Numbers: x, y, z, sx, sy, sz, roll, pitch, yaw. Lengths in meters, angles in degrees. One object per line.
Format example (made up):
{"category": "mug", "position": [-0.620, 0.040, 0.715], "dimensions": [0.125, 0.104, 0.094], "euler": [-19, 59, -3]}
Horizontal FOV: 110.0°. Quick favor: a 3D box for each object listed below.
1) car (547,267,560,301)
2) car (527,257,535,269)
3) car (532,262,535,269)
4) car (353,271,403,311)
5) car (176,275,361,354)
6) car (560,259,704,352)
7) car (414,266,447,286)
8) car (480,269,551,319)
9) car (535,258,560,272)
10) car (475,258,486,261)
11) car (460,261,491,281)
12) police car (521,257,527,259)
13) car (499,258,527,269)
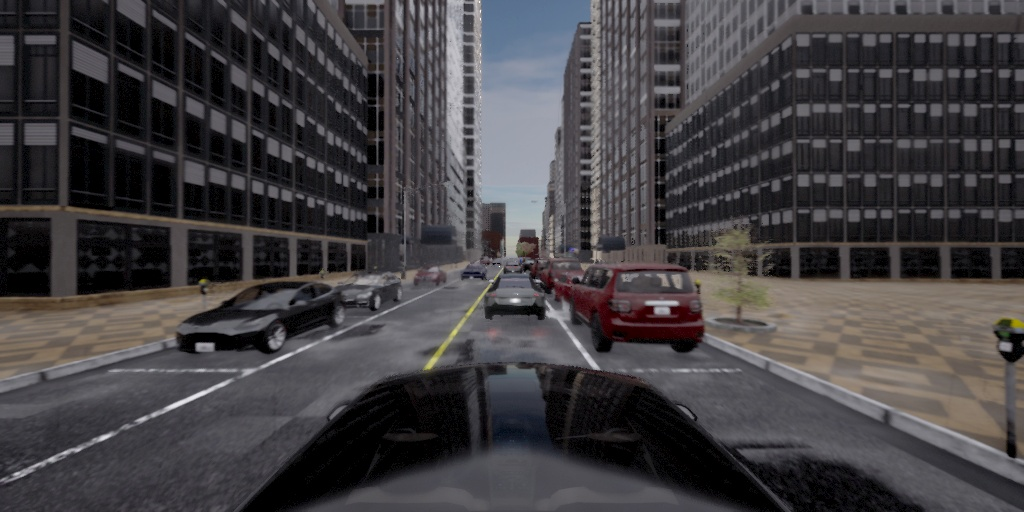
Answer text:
{"category": "car", "position": [2.690, 1.301, 14.365], "dimensions": [1.888, 1.381, 4.507], "euler": [0, 0, 0]}
{"category": "car", "position": [2.690, 1.078, 30.984], "dimensions": [2.192, 1.841, 5.009], "euler": [0, 0, 0]}
{"category": "car", "position": [2.690, 1.327, 25.445], "dimensions": [1.948, 1.339, 4.313], "euler": [0, 0, 0]}
{"category": "car", "position": [-5.690, 1.307, 14.365], "dimensions": [2.007, 1.370, 4.403], "euler": [0, 0, 0]}
{"category": "car", "position": [-5.690, 1.319, 8.826], "dimensions": [1.948, 1.339, 4.313], "euler": [0, 0, 0]}
{"category": "car", "position": [2.690, 1.068, 8.826], "dimensions": [2.192, 1.841, 5.009], "euler": [0, 0, 0]}
{"category": "car", "position": [-5.690, 1.343, 25.444], "dimensions": [1.802, 1.307, 4.207], "euler": [0, 0, 0]}
{"category": "car", "position": [0.099, 1.319, 12.870], "dimensions": [1.994, 1.385, 4.181], "euler": [0, 0, 0]}
{"category": "car", "position": [2.690, 1.073, 19.906], "dimensions": [2.192, 1.841, 5.009], "euler": [0, 0, 0]}
{"category": "car", "position": [-5.690, 1.355, 58.680], "dimensions": [1.802, 1.307, 4.207], "euler": [0, 0, 0]}
{"category": "car", "position": [-3.097, 1.363, 29.772], "dimensions": [1.895, 1.301, 4.718], "euler": [0, 0, 0]}
{"category": "police car", "position": [2.365, 1.193, 44.115], "dimensions": [1.930, 1.638, 5.238], "euler": [0, 0, 0]}
{"category": "car", "position": [0.100, 1.257, 36.619], "dimensions": [2.128, 1.511, 4.902], "euler": [0, 0, 0]}
